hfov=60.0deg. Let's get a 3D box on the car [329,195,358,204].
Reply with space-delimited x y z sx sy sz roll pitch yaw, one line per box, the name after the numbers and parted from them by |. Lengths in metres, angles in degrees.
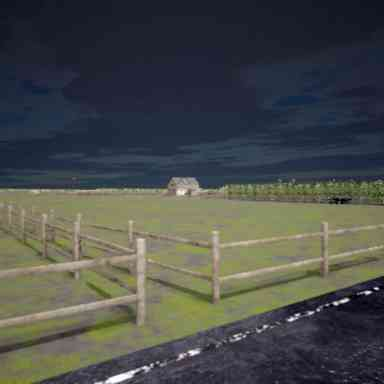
26.604 1.335 58.399 2.128 1.511 4.902 -1 1 -36 | car
